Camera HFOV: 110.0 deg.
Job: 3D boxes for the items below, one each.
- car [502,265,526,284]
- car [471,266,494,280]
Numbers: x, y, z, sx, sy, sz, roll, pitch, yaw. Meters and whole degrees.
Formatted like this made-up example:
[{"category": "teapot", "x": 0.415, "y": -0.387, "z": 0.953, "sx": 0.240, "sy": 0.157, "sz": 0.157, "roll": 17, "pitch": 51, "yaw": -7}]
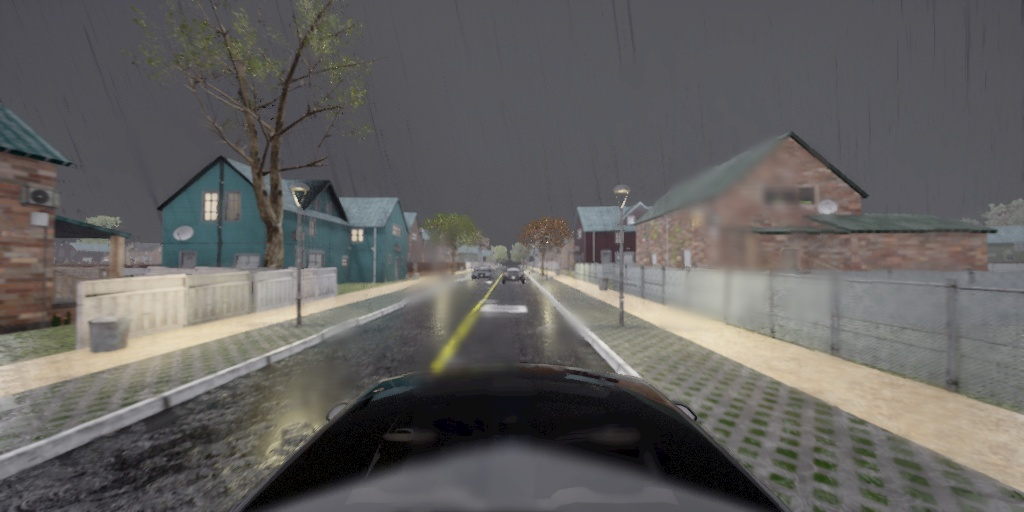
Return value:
[{"category": "car", "x": 0.110, "y": 1.563, "z": 30.495, "sx": 1.812, "sy": 1.442, "sz": 4.674, "roll": 0, "pitch": -1, "yaw": 0}, {"category": "car", "x": -2.828, "y": 1.655, "z": 35.285, "sx": 1.994, "sy": 1.385, "sz": 4.181, "roll": 0, "pitch": -1, "yaw": 0}]
